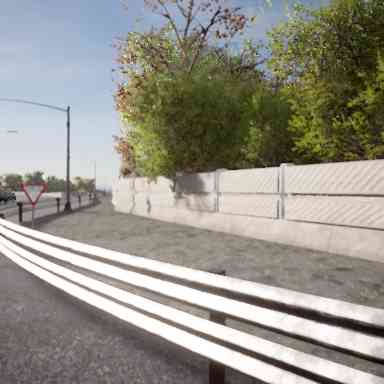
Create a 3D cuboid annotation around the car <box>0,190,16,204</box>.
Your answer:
[{"bbox_3d":[-27.934,0.681,49.465,2.150,2.045,5.566,1,0,-14],"label":"car"}]
